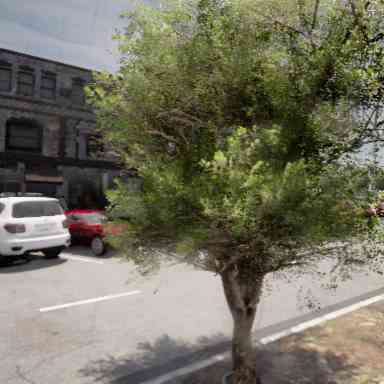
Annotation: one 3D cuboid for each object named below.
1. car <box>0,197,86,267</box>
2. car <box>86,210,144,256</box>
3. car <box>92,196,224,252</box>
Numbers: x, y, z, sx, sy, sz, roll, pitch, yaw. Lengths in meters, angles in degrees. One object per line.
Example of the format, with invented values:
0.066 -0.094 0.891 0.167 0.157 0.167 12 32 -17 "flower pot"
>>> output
-6.526 1.214 11.363 5.566 2.045 2.435 -1 -1 34 "car"
-4.053 1.467 13.095 5.008 1.535 2.097 -1 -1 35 "car"
-1.632 1.219 14.848 5.566 2.045 2.435 -1 -1 35 "car"
